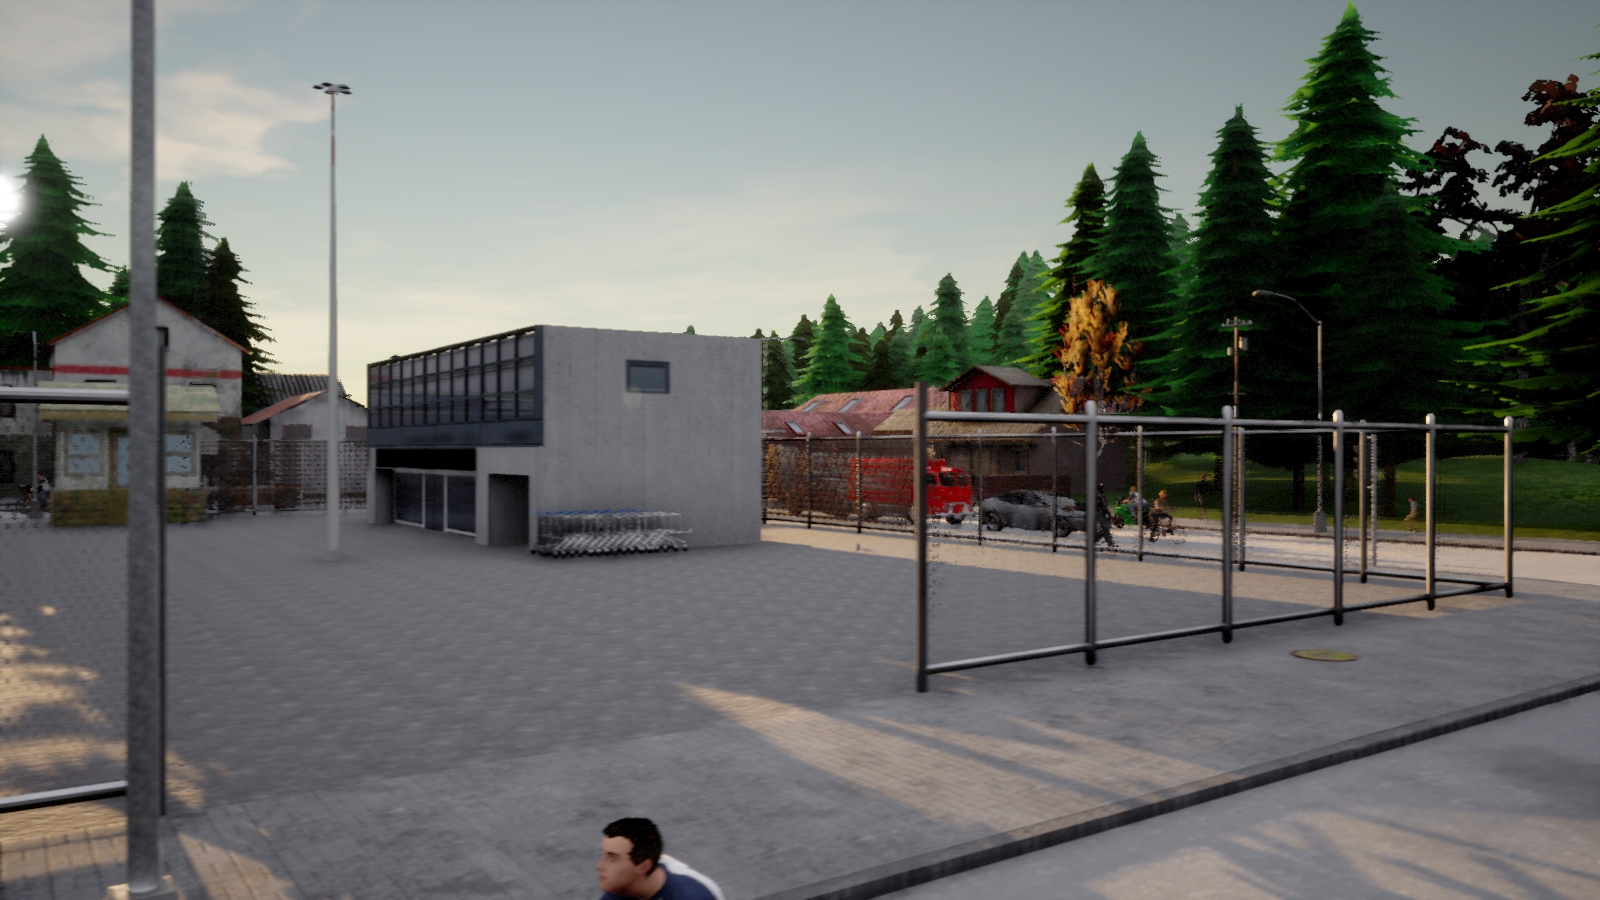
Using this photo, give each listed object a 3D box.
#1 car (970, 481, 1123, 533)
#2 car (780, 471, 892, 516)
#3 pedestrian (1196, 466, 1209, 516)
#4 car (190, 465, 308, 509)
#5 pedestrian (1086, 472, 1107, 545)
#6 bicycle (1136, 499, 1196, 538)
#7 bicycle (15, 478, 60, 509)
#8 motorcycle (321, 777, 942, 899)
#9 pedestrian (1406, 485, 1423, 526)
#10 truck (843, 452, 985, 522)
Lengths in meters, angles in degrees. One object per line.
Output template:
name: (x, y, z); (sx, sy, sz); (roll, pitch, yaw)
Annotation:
car: (8.168, 1.843, 38.249); (2.163, 1.488, 4.792); (0, 0, -35)
car: (1.442, 1.775, 47.976); (2.152, 1.651, 5.027); (0, 0, -34)
pedestrian: (15.059, 1.525, 42.731); (0.375, 1.860, 0.375); (0, 0, 0)
car: (-25.186, 1.644, 52.286); (4.605, 1.855, 1.932); (0, 0, -34)
pedestrian: (7.708, 1.516, 29.678); (0.375, 1.860, 0.375); (0, 0, -35)
bicycle: (10.969, 2.036, 34.247); (0.859, 1.080, 1.487); (0, 0, -35)
bicycle: (-33.921, 1.936, 50.856); (1.643, 1.296, 0.373); (0, 0, -35)
motorcycle: (-0.527, 1.993, 4.048); (2.033, 1.145, 0.803); (0, 0, -35)
pedestrian: (19.951, 1.806, 37.095); (0.375, 1.300, 0.375); (0, 0, -39)
truck: (4.288, 1.339, 43.822); (2.627, 2.467, 5.204); (0, 0, -35)
